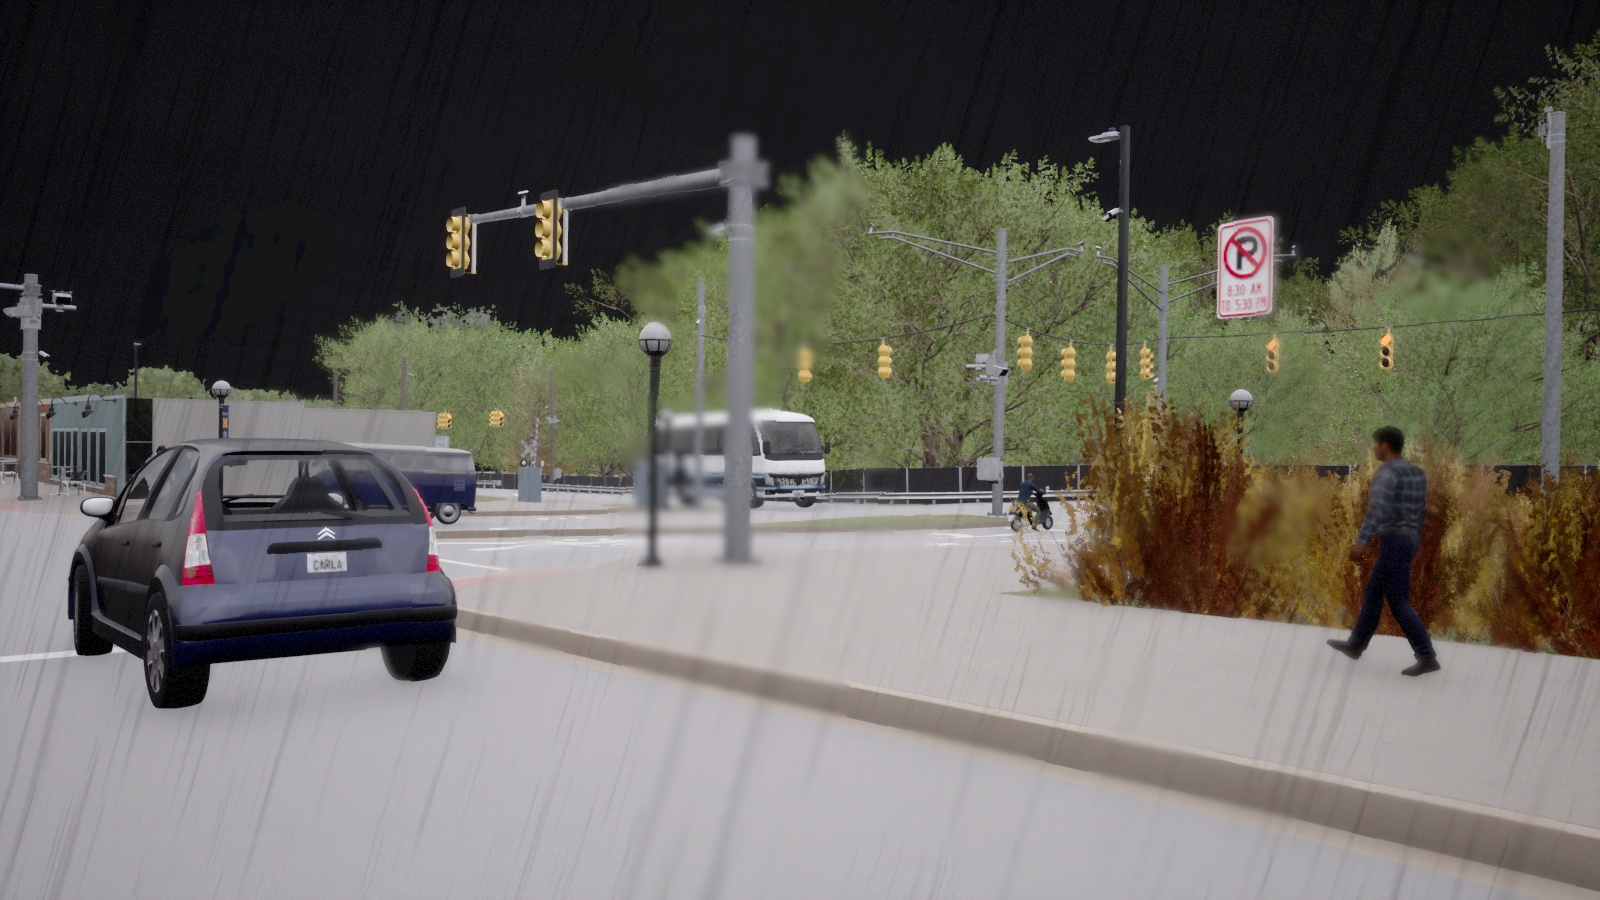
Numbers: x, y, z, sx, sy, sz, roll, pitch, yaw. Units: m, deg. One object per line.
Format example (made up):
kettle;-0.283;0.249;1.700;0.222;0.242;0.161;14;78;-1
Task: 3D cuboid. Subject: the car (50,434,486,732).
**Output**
car;-3.969;0.761;8.959;1.851;1.617;3.988;-1;-1;-38

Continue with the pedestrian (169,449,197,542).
pedestrian;-12.986;0.948;26.427;0.396;1.930;0.692;-1;1;-38

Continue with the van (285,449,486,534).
van;-10.428;1.056;31.788;4.442;1.987;1.775;2;-2;-41

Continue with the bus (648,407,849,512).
bus;-2.557;0.480;56.288;3.944;4.253;10.273;-1;-1;-35

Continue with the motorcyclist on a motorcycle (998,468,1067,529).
motorcyclist on a motorcycle;6.381;1.320;34.445;1.817;1.590;0.866;-1;0;-39

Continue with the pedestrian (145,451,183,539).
pedestrian;-14.392;0.996;28.408;0.659;1.952;0.873;-1;1;-33

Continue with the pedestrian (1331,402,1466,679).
pedestrian;4.406;0.633;9.263;0.423;1.949;0.788;-1;1;-38
